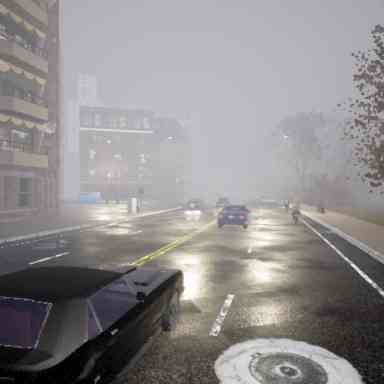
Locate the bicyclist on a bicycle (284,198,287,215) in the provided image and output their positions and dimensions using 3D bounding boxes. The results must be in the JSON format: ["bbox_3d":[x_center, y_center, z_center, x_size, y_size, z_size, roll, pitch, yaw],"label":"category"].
[{"bbox_3d":[9.368,1.442,32.898,0.582,1.620,1.656,0,0,12],"label":"bicyclist on a bicycle"}]

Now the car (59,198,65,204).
[{"bbox_3d":[-20.840,1.112,48.735,4.206,1.307,1.802,1,-1,-18],"label":"car"}]

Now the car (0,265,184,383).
[{"bbox_3d":[-1.538,1.600,4.124,1.895,1.301,4.718,0,0,14],"label":"car"}]

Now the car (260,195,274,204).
[{"bbox_3d":[13.798,1.571,60.353,1.895,1.301,4.718,0,0,10],"label":"car"}]

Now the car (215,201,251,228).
[{"bbox_3d":[2.874,1.543,22.205,2.033,1.411,5.357,0,0,13],"label":"car"}]

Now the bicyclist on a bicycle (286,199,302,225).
[{"bbox_3d":[7.231,1.430,23.119,0.866,1.612,1.509,0,0,13],"label":"bicyclist on a bicycle"}]

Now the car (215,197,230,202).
[{"bbox_3d":[4.206,1.495,44.566,1.837,1.490,4.892,0,0,11],"label":"car"}]

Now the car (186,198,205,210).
[{"bbox_3d":[0.511,1.482,42.714,2.128,1.511,4.902,0,0,11],"label":"car"}]

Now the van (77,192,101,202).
[{"bbox_3d":[-18.017,0.889,58.494,3.998,1.788,1.690,1,-1,-18],"label":"van"}]
